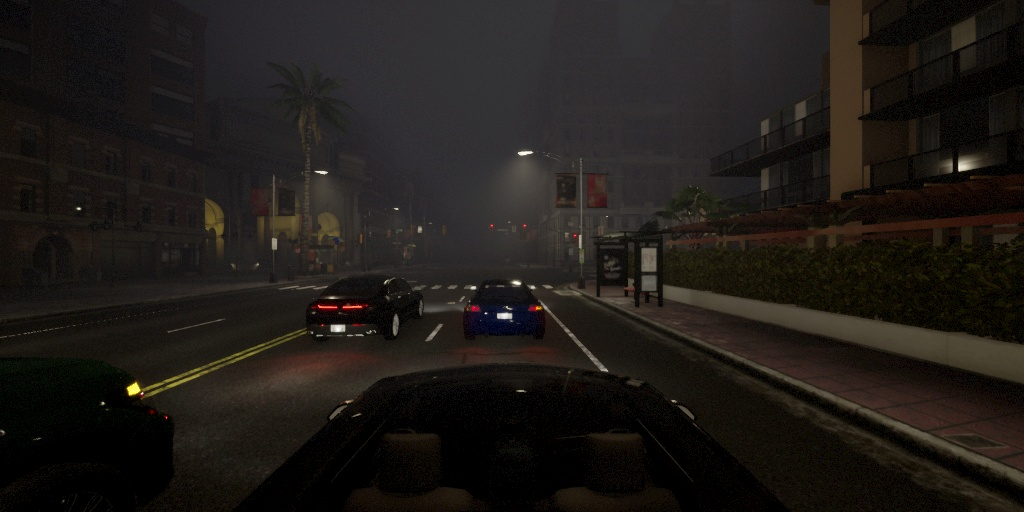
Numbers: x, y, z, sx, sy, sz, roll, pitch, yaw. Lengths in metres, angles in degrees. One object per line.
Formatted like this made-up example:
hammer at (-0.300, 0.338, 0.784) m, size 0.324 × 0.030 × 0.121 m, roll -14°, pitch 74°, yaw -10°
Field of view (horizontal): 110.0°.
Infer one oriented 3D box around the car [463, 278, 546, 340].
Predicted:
car at (-0.235, 1.314, 10.027) m, size 1.994 × 1.385 × 4.181 m, roll 0°, pitch 0°, yaw -2°

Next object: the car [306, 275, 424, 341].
car at (-3.724, 1.255, 9.871) m, size 1.837 × 1.490 × 4.892 m, roll 0°, pitch 0°, yaw -3°
